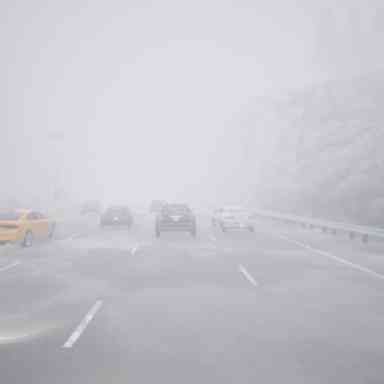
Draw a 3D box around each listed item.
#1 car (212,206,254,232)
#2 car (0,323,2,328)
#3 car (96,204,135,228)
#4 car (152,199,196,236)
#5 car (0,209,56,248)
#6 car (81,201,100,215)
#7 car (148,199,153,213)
[{"bbox_3d":[2.386,1.534,19.945,1.812,1.442,4.674,0,0,-6],"label":"car"},{"bbox_3d":[-3.471,1.557,2.024,2.033,1.411,5.357,0,0,-1],"label":"car"},{"bbox_3d":[-4.939,1.591,22.447,1.994,1.385,4.181,0,0,-7],"label":"car"},{"bbox_3d":[-1.007,1.368,18.717,2.097,1.767,4.553,0,0,-6],"label":"car"},{"bbox_3d":[-7.659,1.506,14.857,1.882,1.535,5.008,0,0,-5],"label":"car"},{"bbox_3d":[-10.418,1.596,34.712,2.033,1.411,5.357,0,0,-11],"label":"car"},{"bbox_3d":[-3.887,1.541,37.542,1.837,1.490,4.892,0,0,-11],"label":"car"}]
